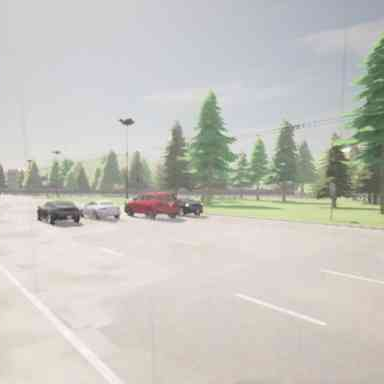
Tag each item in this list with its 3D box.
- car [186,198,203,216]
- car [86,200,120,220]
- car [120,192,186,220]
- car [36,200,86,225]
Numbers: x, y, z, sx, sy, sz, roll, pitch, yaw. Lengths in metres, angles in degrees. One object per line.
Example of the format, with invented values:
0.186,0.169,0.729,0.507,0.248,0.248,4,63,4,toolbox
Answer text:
-1.040,1.321,29.333,1.837,1.490,4.892,0,0,-39,car
-7.155,1.336,25.744,1.812,1.442,4.674,0,0,-39,car
-3.246,1.045,26.491,2.150,2.045,5.566,0,0,-39,car
-9.205,1.324,22.731,1.837,1.490,4.892,0,0,-39,car
